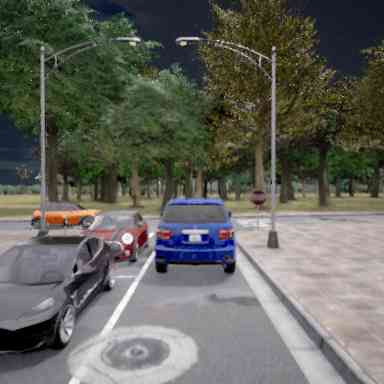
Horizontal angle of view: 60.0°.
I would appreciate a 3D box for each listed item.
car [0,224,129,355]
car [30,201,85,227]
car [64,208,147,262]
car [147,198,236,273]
[{"bbox_3d":[-2.645,1.549,6.231,1.947,1.339,4.313,-1,0,0],"label":"car"},{"bbox_3d":[-7.834,1.435,21.486,4.553,1.767,2.097,-1,1,0],"label":"car"},{"bbox_3d":[-2.646,1.408,11.665,1.967,1.590,4.097,-1,0,0],"label":"car"},{"bbox_3d":[0.128,1.192,10.684,2.150,2.045,5.566,0,0,1],"label":"car"}]
